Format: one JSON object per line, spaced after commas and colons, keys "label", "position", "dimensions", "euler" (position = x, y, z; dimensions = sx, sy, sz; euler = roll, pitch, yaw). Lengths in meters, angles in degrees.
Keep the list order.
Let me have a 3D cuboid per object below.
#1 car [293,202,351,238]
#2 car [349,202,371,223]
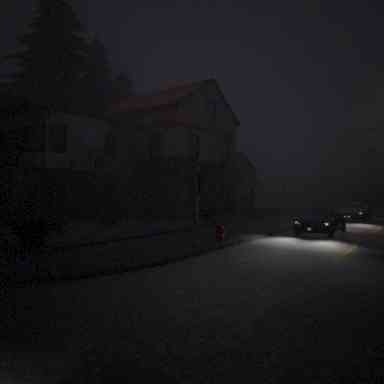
{"label": "car", "position": [6.893, 1.487, 17.695], "dimensions": [1.812, 1.442, 4.674], "euler": [1, 0, 35]}
{"label": "car", "position": [12.556, 1.487, 25.610], "dimensions": [1.812, 1.442, 4.674], "euler": [1, 0, 36]}
